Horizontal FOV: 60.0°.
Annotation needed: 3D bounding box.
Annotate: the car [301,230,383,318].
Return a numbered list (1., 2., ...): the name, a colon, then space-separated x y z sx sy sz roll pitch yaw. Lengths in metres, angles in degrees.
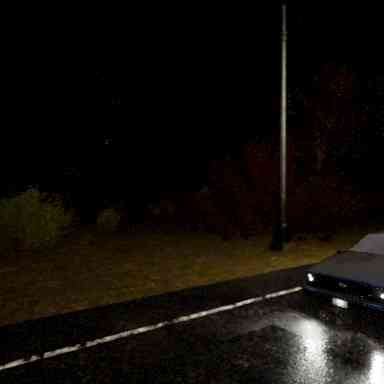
1. car: 4.769 1.569 7.392 5.357 1.411 2.033 0 0 -35
